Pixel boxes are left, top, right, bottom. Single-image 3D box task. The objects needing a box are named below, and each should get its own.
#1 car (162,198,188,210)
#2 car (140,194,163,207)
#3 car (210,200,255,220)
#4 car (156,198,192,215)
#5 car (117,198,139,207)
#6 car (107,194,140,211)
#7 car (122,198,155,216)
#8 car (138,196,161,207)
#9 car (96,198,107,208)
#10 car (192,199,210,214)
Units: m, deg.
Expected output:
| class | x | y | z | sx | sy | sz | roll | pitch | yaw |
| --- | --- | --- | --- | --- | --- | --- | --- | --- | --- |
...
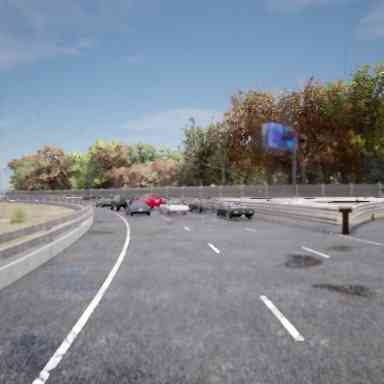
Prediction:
| class | x | y | z | sx | sy | sz | roll | pitch | yaw |
| --- | --- | --- | --- | --- | --- | --- | --- | --- | --- |
| car | -2.399 | 1.512 | 44.466 | 1.812 | 1.442 | 4.674 | 0 | 0 | -25 |
| car | -5.344 | 1.229 | 42.465 | 2.150 | 2.045 | 5.566 | 0 | 0 | -25 |
| car | 3.341 | 1.559 | 27.546 | 1.895 | 1.301 | 4.718 | 0 | 0 | -15 |
| car | -1.917 | 1.591 | 33.398 | 1.895 | 1.301 | 4.718 | 0 | 0 | -18 |
| car | -10.120 | 1.635 | 52.292 | 1.895 | 1.301 | 4.718 | 0 | 0 | -31 |
| car | -8.543 | 1.253 | 41.040 | 2.150 | 2.045 | 5.566 | 0 | 0 | -25 |
| car | -5.315 | 1.579 | 32.547 | 1.994 | 1.385 | 4.181 | 0 | 0 | -18 |
| car | -6.970 | 1.518 | 53.835 | 1.837 | 1.490 | 4.892 | 0 | 0 | -31 |
| car | -13.163 | 1.621 | 50.572 | 1.994 | 1.385 | 4.181 | 0 | 0 | -31 |
| car | 1.052 | 1.460 | 35.589 | 2.128 | 1.511 | 4.902 | 0 | 0 | -18 |
